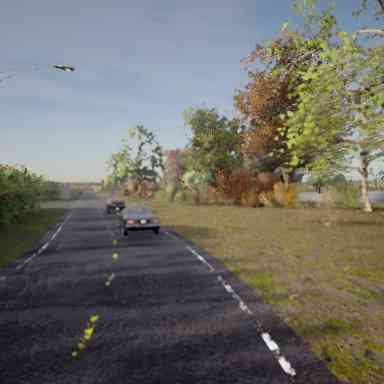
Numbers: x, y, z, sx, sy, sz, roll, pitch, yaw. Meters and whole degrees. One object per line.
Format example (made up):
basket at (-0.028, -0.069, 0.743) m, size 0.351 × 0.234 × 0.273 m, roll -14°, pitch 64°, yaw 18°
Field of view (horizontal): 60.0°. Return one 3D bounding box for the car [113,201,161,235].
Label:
car at (-3.001, 1.441, 18.214) m, size 2.033 × 1.411 × 5.357 m, roll -1°, pitch 0°, yaw -16°

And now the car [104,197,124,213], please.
car at (-7.728, 1.302, 33.654) m, size 1.837 × 1.490 × 4.892 m, roll -1°, pitch 0°, yaw -17°
